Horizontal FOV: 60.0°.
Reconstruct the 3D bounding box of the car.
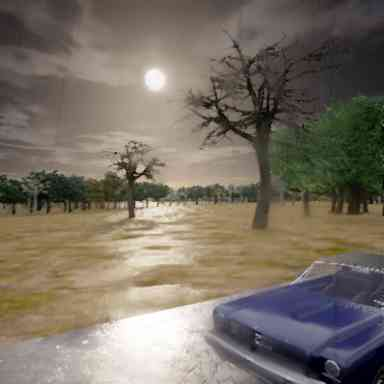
[{"bbox_3d":[2.484,1.661,4.793,4.718,1.301,1.895,1,-1,-38],"label":"car"}]
